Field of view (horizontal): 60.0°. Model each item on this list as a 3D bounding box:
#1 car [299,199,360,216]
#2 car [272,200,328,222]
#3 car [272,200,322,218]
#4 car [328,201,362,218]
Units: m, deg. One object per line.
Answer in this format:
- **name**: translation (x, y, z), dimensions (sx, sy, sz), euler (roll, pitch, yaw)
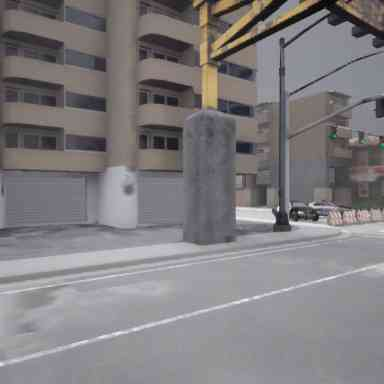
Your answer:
- **car**: translation (11.757, 1.295, 28.613), dimensions (4.536, 1.218, 1.853), euler (0, 0, 34)
- **car**: translation (8.225, 1.453, 26.434), dimensions (2.038, 1.542, 4.974), euler (0, 0, -11)
- **car**: translation (8.215, 1.295, 26.485), dimensions (1.853, 1.218, 4.536), euler (0, 0, -11)
- **car**: translation (11.800, 1.453, 28.584), dimensions (4.974, 1.542, 2.038), euler (0, 0, 34)
